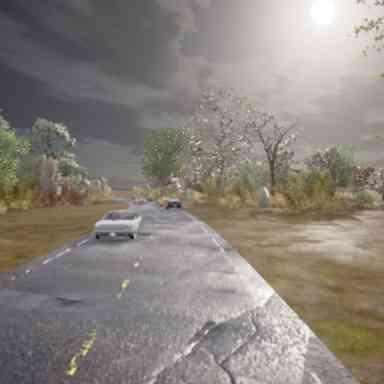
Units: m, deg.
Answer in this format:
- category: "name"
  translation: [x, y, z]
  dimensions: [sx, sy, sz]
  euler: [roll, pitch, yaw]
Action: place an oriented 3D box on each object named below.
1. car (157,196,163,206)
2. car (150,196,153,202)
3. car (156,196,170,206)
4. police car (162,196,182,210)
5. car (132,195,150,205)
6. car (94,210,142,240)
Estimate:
- category: "car"
  translation: [-4.108, 1.548, 53.810]
  dimensions: [1.882, 1.535, 5.008]
  euler: [0, 0, -10]
- category: "car"
  translation: [-10.412, 1.509, 77.992]
  dimensions: [2.033, 1.411, 5.357]
  euler: [0, 0, -15]
- category: "car"
  translation: [-5.298, 1.534, 59.933]
  dimensions: [1.801, 1.575, 5.366]
  euler: [0, 0, -12]
- category: "police car"
  translation: [-2.468, 1.482, 43.977]
  dimensions: [1.930, 1.638, 5.238]
  euler: [0, 0, -9]
- category: "car"
  translation: [-9.186, 1.438, 59.137]
  dimensions: [2.097, 1.767, 4.553]
  euler: [0, 0, -11]
- category: "car"
  translation: [-3.706, 1.628, 17.279]
  dimensions: [1.895, 1.301, 4.718]
  euler: [0, 0, -4]
